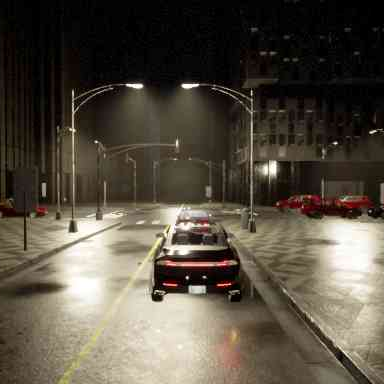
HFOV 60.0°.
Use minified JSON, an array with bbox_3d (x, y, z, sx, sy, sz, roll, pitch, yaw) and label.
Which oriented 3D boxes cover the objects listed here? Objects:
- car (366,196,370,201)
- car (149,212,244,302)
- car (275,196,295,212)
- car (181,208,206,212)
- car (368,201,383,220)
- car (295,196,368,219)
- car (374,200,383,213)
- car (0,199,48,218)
[{"bbox_3d":[17.699,1.354,37.701,5.009,1.841,2.192,0,1,0],"label":"car"},{"bbox_3d":[0.089,1.490,8.235,2.128,1.511,4.902,0,0,0],"label":"car"},{"bbox_3d":[12.056,1.326,37.676,5.009,1.841,2.192,0,1,0],"label":"car"},{"bbox_3d":[0.077,1.550,17.944,2.033,1.411,5.357,0,0,0],"label":"car"},{"bbox_3d":[17.725,1.743,29.180,4.313,1.339,1.947,0,1,0],"label":"car"},{"bbox_3d":[12.083,1.463,29.152,5.009,1.841,2.192,0,1,0],"label":"car"},{"bbox_3d":[23.340,1.635,37.728,4.313,1.339,1.947,0,1,0],"label":"car"},{"bbox_3d":[-14.959,1.567,29.036,4.507,1.381,1.887,0,1,0],"label":"car"}]
